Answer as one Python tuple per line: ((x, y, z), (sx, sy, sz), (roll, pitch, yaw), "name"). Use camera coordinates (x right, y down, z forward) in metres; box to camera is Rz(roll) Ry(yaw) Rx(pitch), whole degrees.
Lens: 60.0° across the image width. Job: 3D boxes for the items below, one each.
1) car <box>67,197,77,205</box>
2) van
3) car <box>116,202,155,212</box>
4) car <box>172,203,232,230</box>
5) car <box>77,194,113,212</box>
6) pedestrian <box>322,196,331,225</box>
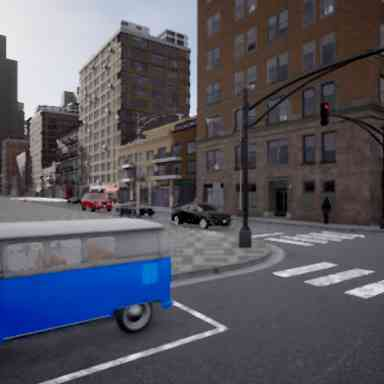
((-19.964, 1.552, 56.765), (1.895, 1.301, 4.718), (0, 0, -35), "car")
((-2.233, 1.342, 5.173), (3.998, 1.788, 1.690), (0, 0, -36), "van")
((-5.093, 1.589, 29.775), (1.895, 1.301, 4.718), (0, 0, -35), "car")
((0.535, 1.465, 21.618), (1.882, 1.535, 5.008), (0, 0, -34), "car")
((-11.058, 1.209, 38.432), (2.150, 2.045, 5.566), (0, 0, -35), "car")
((8.506, 1.137, 21.056), (0.375, 1.860, 0.375), (0, 0, -35), "pedestrian")
